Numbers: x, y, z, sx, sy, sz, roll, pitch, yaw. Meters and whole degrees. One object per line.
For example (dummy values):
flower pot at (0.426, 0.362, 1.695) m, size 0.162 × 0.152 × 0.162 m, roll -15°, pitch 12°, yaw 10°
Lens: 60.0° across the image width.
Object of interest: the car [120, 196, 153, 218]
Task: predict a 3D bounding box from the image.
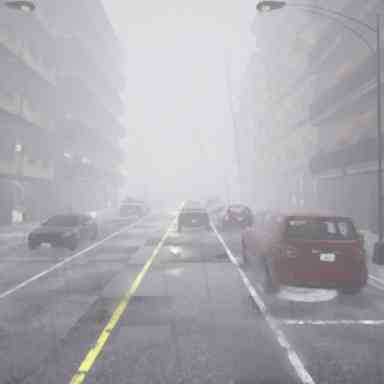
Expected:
car at (-5.280, 1.354, 30.851) m, size 2.192 × 1.841 × 5.009 m, roll 1°, pitch 0°, yaw 0°

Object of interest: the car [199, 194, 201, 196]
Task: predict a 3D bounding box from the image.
car at (2.624, 1.552, 91.099) m, size 2.192 × 1.841 × 5.009 m, roll 1°, pitch 0°, yaw 0°

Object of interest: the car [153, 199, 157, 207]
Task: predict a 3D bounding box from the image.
car at (-5.283, 1.597, 36.382) m, size 1.887 × 1.381 × 4.507 m, roll 1°, pitch 0°, yaw 0°

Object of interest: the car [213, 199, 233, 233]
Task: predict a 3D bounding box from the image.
car at (2.559, 1.458, 19.730) m, size 1.967 × 1.590 × 4.097 m, roll 1°, pitch 0°, yaw 0°

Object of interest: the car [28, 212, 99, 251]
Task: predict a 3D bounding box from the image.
car at (-5.292, 1.576, 14.261) m, size 1.947 × 1.339 × 4.313 m, roll 1°, pitch 0°, yaw 0°

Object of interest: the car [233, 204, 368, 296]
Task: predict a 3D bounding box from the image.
car at (2.558, 1.320, 8.667) m, size 2.192 × 1.841 × 5.009 m, roll 1°, pitch 0°, yaw 0°

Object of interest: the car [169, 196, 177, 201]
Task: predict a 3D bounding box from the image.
car at (-5.261, 1.803, 91.056) m, size 1.947 × 1.339 × 4.313 m, roll 1°, pitch 0°, yaw 0°

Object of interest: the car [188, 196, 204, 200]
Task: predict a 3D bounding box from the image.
car at (0.116, 1.537, 39.290) m, size 1.882 × 1.535 × 5.008 m, roll 0°, pitch 0°, yaw 0°

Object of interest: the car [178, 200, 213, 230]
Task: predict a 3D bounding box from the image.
car at (0.108, 1.498, 21.221) m, size 1.882 × 1.535 × 5.008 m, roll 0°, pitch 0°, yaw 0°

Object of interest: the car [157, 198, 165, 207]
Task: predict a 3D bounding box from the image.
car at (-5.278, 1.685, 52.976) m, size 1.802 × 1.307 × 4.206 m, roll 1°, pitch 0°, yaw 0°

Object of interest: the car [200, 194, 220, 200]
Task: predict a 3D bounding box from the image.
car at (2.570, 1.382, 41.856) m, size 2.192 × 1.841 × 5.009 m, roll 1°, pitch 0°, yaw 0°

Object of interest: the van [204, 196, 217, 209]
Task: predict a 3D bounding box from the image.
van at (2.572, 1.425, 47.387) m, size 1.690 × 1.788 × 3.998 m, roll 1°, pitch 0°, yaw 0°

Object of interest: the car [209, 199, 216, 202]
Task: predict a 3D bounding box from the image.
car at (2.561, 1.620, 30.792) m, size 1.802 × 1.307 × 4.206 m, roll 1°, pitch 0°, yaw 0°
